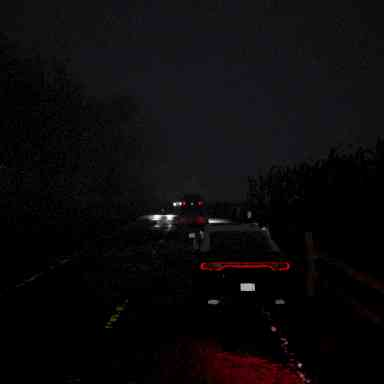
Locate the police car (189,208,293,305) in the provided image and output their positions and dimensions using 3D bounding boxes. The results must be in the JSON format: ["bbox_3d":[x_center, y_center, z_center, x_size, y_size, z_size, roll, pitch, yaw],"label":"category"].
[{"bbox_3d":[0.948,1.423,8.268,1.930,1.638,5.238,0,0,0],"label":"police car"}]

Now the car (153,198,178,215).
[{"bbox_3d":[-2.805,1.559,33.882,1.994,1.385,4.181,0,0,0],"label":"car"}]

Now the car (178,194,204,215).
[{"bbox_3d":[0.009,1.216,33.882,2.150,2.045,5.566,0,0,0],"label":"car"}]

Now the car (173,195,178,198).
[{"bbox_3d":[-2.863,1.487,71.129,2.128,1.511,4.902,0,0,0],"label":"car"}]
